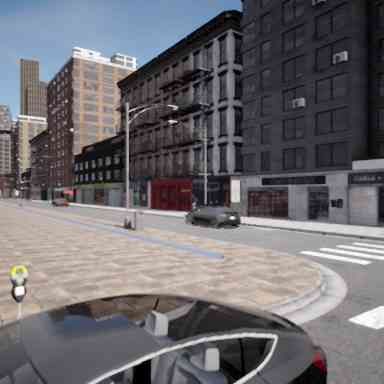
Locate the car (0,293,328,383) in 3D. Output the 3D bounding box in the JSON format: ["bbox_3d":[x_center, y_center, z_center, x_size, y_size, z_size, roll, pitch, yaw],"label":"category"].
[{"bbox_3d":[-0.855,1.566,2.204,4.313,1.339,1.947,0,0,-35],"label":"car"}]

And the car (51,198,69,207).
[{"bbox_3d":[-21.834,1.702,55.007,2.033,1.411,5.357,0,0,-34],"label":"car"}]

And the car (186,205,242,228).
[{"bbox_3d":[1.376,1.599,22.434,1.994,1.385,4.181,0,0,-35],"label":"car"}]
